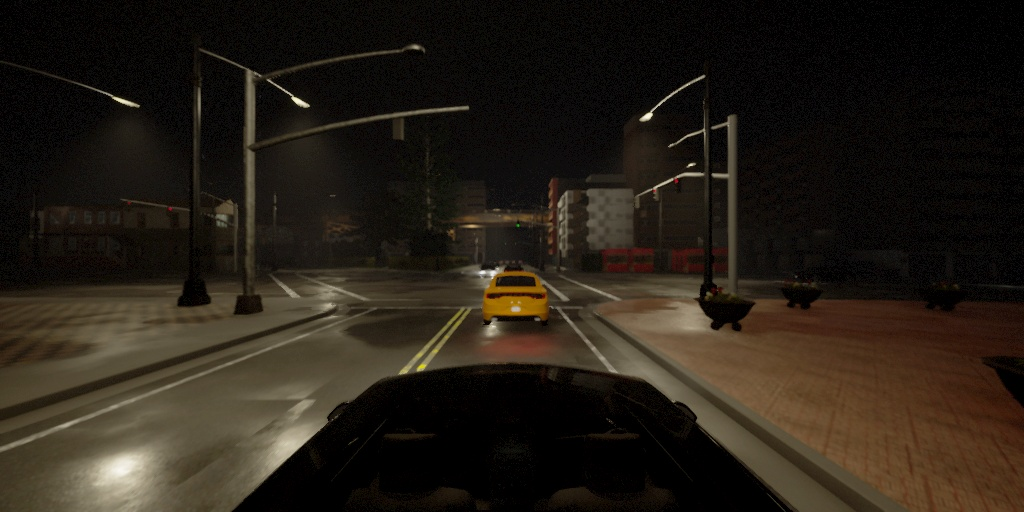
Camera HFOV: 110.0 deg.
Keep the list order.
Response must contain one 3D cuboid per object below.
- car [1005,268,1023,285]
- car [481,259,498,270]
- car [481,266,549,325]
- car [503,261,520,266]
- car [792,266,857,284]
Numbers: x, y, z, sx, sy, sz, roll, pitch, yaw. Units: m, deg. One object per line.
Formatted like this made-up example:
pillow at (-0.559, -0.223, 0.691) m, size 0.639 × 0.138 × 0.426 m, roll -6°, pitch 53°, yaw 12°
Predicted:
car at (47.598, 1.699, 31.834) m, size 5.566 × 2.045 × 2.150 m, roll 1°, pitch 0°, yaw 0°
car at (-3.469, 1.477, 52.244) m, size 1.895 × 1.301 × 4.718 m, roll 0°, pitch 0°, yaw 0°
car at (0.123, 1.253, 11.934) m, size 1.882 × 1.535 × 5.008 m, roll 0°, pitch 0°, yaw 0°
car at (0.167, 1.412, 32.733) m, size 1.994 × 1.385 × 4.181 m, roll 0°, pitch 0°, yaw 0°
car at (27.641, 1.626, 31.818) m, size 4.892 × 1.490 × 1.837 m, roll 1°, pitch 0°, yaw 0°
